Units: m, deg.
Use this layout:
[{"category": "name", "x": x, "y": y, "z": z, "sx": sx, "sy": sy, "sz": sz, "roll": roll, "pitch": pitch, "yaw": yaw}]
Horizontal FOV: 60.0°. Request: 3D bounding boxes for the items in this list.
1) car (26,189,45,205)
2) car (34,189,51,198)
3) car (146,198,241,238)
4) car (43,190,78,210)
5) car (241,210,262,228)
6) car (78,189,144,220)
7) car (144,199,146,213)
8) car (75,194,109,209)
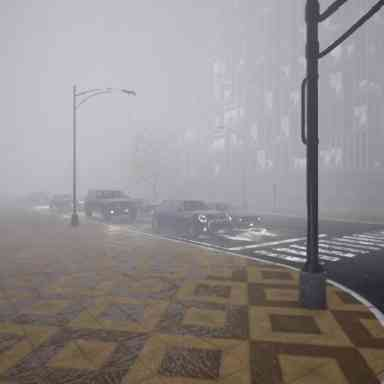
[{"category": "car", "x": -18.740, "y": 0.709, "z": 40.254, "sx": 2.128, "sy": 1.511, "sz": 4.902, "roll": 0, "pitch": 1, "yaw": -37}, {"category": "car", "x": -28.616, "y": 0.236, "z": 63.588, "sx": 1.882, "sy": 1.535, "sz": 5.008, "roll": 0, "pitch": 1, "yaw": -38}, {"category": "car", "x": -0.074, "y": 1.124, "z": 16.496, "sx": 2.097, "sy": 1.767, "sz": 4.553, "roll": 0, "pitch": 1, "yaw": -38}, {"category": "car", "x": -12.367, "y": 0.900, "z": 32.082, "sx": 2.128, "sy": 1.511, "sz": 4.902, "roll": 0, "pitch": 1, "yaw": -38}, {"category": "car", "x": 1.586, "y": 1.289, "z": 19.691, "sx": 2.033, "sy": 1.411, "sz": 5.357, "roll": 0, "pitch": 1, "yaw": -36}, {"category": "car", "x": -5.979, "y": 0.819, "z": 23.968, "sx": 2.150, "sy": 2.045, "sz": 5.566, "roll": 0, "pitch": 1, "yaw": -38}, {"category": "car", "x": -4.394, "y": 1.166, "z": 27.207, "sx": 1.895, "sy": 1.301, "sz": 4.718, "roll": 0, "pitch": 1, "yaw": -38}, {"category": "car", "x": -10.603, "y": 0.945, "z": 35.101, "sx": 1.994, "sy": 1.385, "sz": 4.181, "roll": 0, "pitch": 1, "yaw": -38}]
